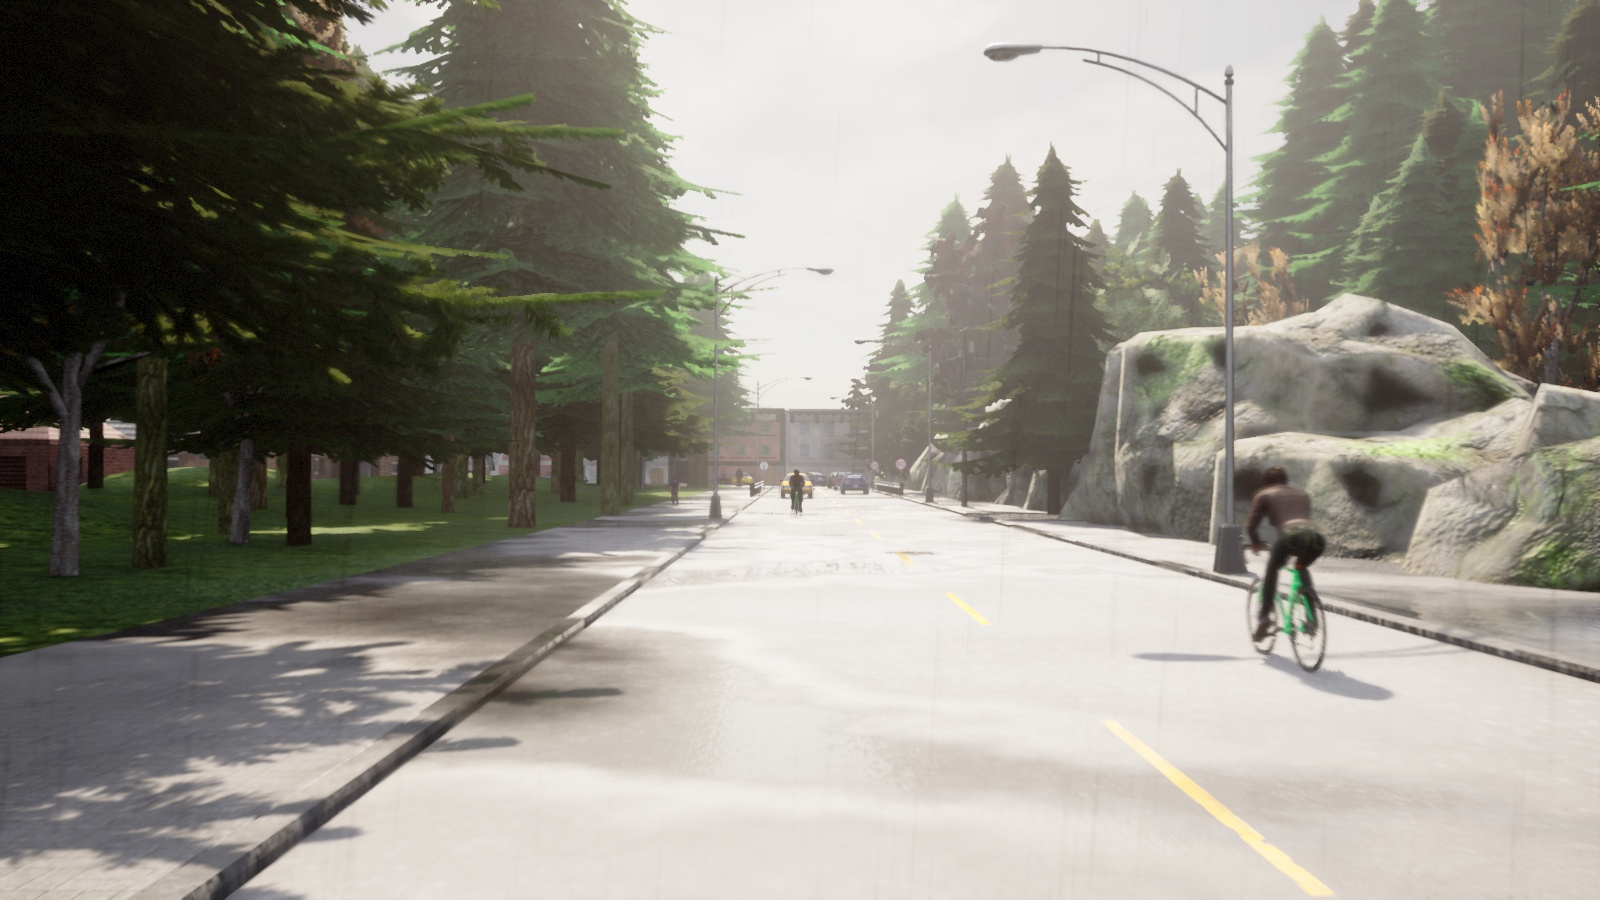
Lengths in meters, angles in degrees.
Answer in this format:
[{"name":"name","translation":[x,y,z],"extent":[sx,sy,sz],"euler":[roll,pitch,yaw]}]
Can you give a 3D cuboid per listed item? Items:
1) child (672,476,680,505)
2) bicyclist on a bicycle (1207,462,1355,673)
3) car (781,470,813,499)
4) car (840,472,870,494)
[{"name":"child","translation":[-5.277,1.718,53.310],"extent":[0.270,1.263,0.437],"euler":[0,-1,4]},{"name":"bicyclist on a bicycle","translation":[3.975,0.927,10.508],"extent":[0.582,1.620,1.656],"euler":[0,-1,0]},{"name":"car","translation":[-0.170,1.961,71.987],"extent":[1.801,1.575,5.366],"euler":[0,-1,0]},{"name":"car","translation":[3.746,2.275,86.613],"extent":[1.812,1.442,4.674],"euler":[0,-1,0]}]
